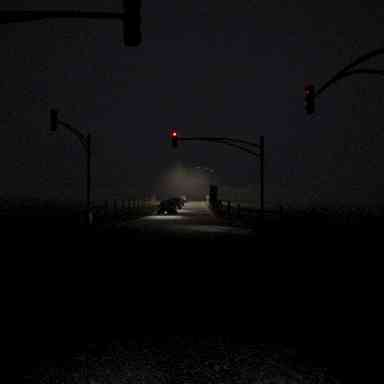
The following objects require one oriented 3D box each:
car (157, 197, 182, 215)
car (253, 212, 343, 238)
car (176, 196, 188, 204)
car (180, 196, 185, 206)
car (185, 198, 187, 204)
[{"bbox_3d":[-2.465,1.553,34.216,2.033,1.411,5.357,0,0,0],"label":"car"},{"bbox_3d":[5.889,1.750,18.717,4.718,1.301,1.895,1,0,27],"label":"car"},{"bbox_3d":[-1.970,1.581,66.021,1.994,1.385,4.181,0,0,2],"label":"car"},{"bbox_3d":[-2.326,1.514,44.263,1.837,1.490,4.892,0,0,1],"label":"car"},{"bbox_3d":[-2.190,1.561,54.704,2.033,1.411,5.357,0,0,1],"label":"car"}]
